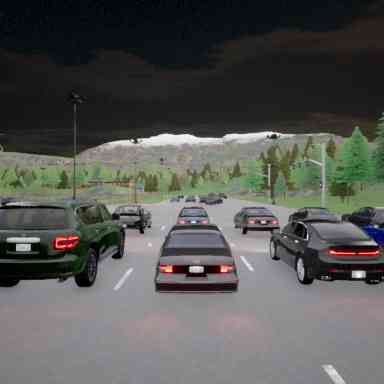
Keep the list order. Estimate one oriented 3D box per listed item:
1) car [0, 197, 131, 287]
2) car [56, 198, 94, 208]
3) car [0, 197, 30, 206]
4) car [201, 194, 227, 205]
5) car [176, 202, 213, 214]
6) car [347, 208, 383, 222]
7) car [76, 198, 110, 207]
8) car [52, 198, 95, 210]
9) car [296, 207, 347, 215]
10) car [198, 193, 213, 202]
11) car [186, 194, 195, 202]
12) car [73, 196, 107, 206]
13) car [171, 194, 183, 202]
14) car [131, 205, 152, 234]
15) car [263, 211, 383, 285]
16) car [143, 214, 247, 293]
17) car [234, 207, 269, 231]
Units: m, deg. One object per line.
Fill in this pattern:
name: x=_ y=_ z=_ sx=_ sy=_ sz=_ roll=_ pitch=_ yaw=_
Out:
car: x=-3.424 y=1.221 z=9.452 sx=2.150 sy=2.045 sz=5.566 roll=0 pitch=0 yaw=0
car: x=-16.373 y=1.526 z=46.703 sx=4.674 sy=1.442 sz=1.812 roll=0 pitch=0 yaw=-3
car: x=-28.604 y=1.564 z=53.444 sx=4.181 sy=1.385 sz=1.994 roll=0 pitch=0 yaw=0
car: x=3.898 y=1.492 z=57.496 sx=2.128 sy=1.511 sz=4.902 roll=0 pitch=0 yaw=23
car: x=0.059 y=1.547 z=19.028 sx=2.033 sy=1.411 sz=5.357 roll=0 pitch=0 yaw=0
car: x=7.077 y=1.478 z=10.440 sx=1.882 sy=1.535 sz=5.008 roll=0 pitch=0 yaw=0
car: x=-14.884 y=1.601 z=50.253 sx=4.718 sy=1.301 sz=1.895 roll=0 pitch=0 yaw=-3
car: x=-15.320 y=1.492 z=43.190 sx=4.902 sy=1.511 sz=2.128 roll=0 pitch=0 yaw=-2
car: x=7.053 y=1.564 z=19.424 sx=1.994 sy=1.385 sz=4.181 roll=0 pitch=0 yaw=0
car: x=2.702 y=1.505 z=65.704 sx=1.837 sy=1.490 sz=4.892 roll=1 pitch=0 yaw=10
car: x=-0.311 y=1.557 z=74.274 sx=1.994 sy=1.385 sz=4.181 roll=0 pitch=0 yaw=0
car: x=-16.480 y=1.492 z=53.713 sx=4.902 sy=1.511 sz=2.128 roll=0 pitch=0 yaw=-3
car: x=-3.718 y=1.543 z=74.240 sx=2.033 sy=1.411 sz=5.357 roll=0 pitch=0 yaw=0
car: x=-3.446 y=1.492 z=19.199 sx=2.128 sy=1.511 sz=4.902 roll=0 pitch=0 yaw=0
car: x=3.562 y=1.505 z=9.513 sx=1.837 sy=1.490 sz=4.892 roll=0 pitch=0 yaw=0
car: x=0.080 y=1.547 z=8.962 sx=2.033 sy=1.411 sz=5.357 roll=0 pitch=0 yaw=0
car: x=3.553 y=1.547 z=19.009 sx=2.033 sy=1.411 sz=5.357 roll=0 pitch=0 yaw=0
